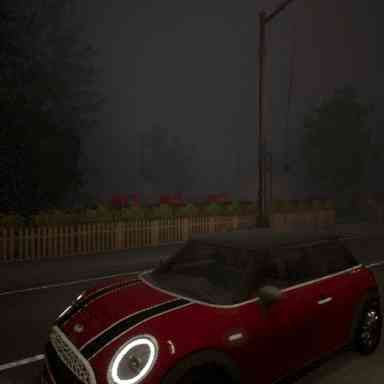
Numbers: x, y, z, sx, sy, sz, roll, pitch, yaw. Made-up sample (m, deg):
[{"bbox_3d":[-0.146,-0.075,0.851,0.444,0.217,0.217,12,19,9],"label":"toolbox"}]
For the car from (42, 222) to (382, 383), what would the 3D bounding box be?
[{"bbox_3d":[0.548,1.352,4.415,4.553,1.767,2.097,0,0,-37],"label":"car"}]
